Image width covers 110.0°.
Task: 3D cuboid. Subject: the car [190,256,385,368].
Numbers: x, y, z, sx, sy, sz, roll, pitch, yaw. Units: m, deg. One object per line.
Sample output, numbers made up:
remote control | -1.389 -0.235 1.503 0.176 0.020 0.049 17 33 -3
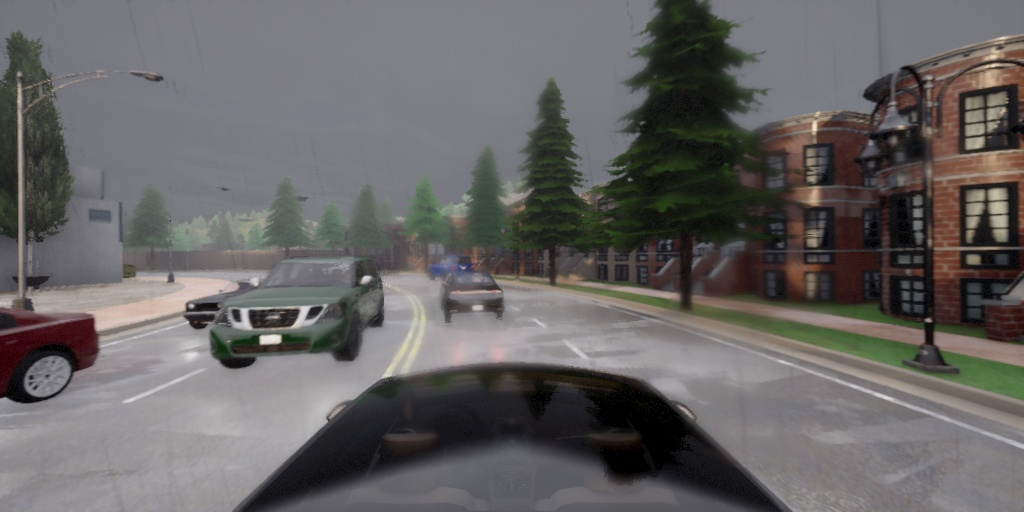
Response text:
car | -4.428 1.009 8.490 2.150 2.045 5.566 0 0 -11

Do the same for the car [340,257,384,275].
car | -17.603 1.113 41.927 5.566 2.045 2.150 0 0 36

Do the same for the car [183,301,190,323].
car | -8.467 1.419 11.851 1.895 1.301 4.718 0 0 -16

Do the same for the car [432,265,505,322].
car | -1.531 1.254 12.469 2.128 1.511 4.902 0 0 -13

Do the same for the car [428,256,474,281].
car | -4.913 1.013 28.604 2.150 2.045 5.566 0 0 -32

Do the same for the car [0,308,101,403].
car | -7.370 1.287 3.572 1.882 1.535 5.008 0 0 -6
